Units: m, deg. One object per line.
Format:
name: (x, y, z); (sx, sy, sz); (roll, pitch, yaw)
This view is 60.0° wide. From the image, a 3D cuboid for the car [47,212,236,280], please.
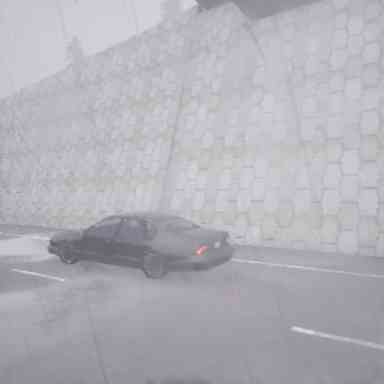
car: (-1.548, 1.264, 8.953); (5.357, 1.411, 2.033); (0, 2, 32)
